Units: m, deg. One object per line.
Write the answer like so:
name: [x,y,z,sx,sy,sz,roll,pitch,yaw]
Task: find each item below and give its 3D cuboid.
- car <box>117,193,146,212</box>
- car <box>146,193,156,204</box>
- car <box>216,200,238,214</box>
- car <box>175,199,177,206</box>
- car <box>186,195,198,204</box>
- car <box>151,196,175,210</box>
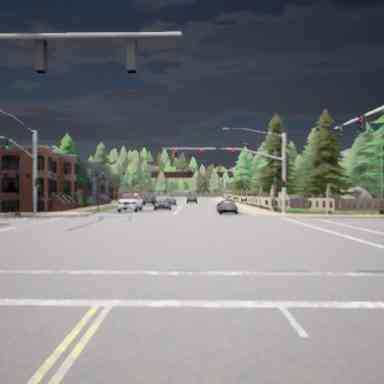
car: [-7.072,1.200,38.417,2.150,2.045,5.566,0,0,0]
car: [-7.032,1.190,54.120,2.150,2.045,5.566,0,0,0]
car: [3.599,1.544,34.771,1.994,1.385,4.181,0,0,0]
car: [-3.524,1.534,53.857,1.994,1.385,4.181,0,0,1]
car: [-0.001,1.317,63.022,2.097,1.767,4.553,0,0,0]
car: [-3.561,1.541,41.110,1.994,1.385,4.181,0,0,0]
